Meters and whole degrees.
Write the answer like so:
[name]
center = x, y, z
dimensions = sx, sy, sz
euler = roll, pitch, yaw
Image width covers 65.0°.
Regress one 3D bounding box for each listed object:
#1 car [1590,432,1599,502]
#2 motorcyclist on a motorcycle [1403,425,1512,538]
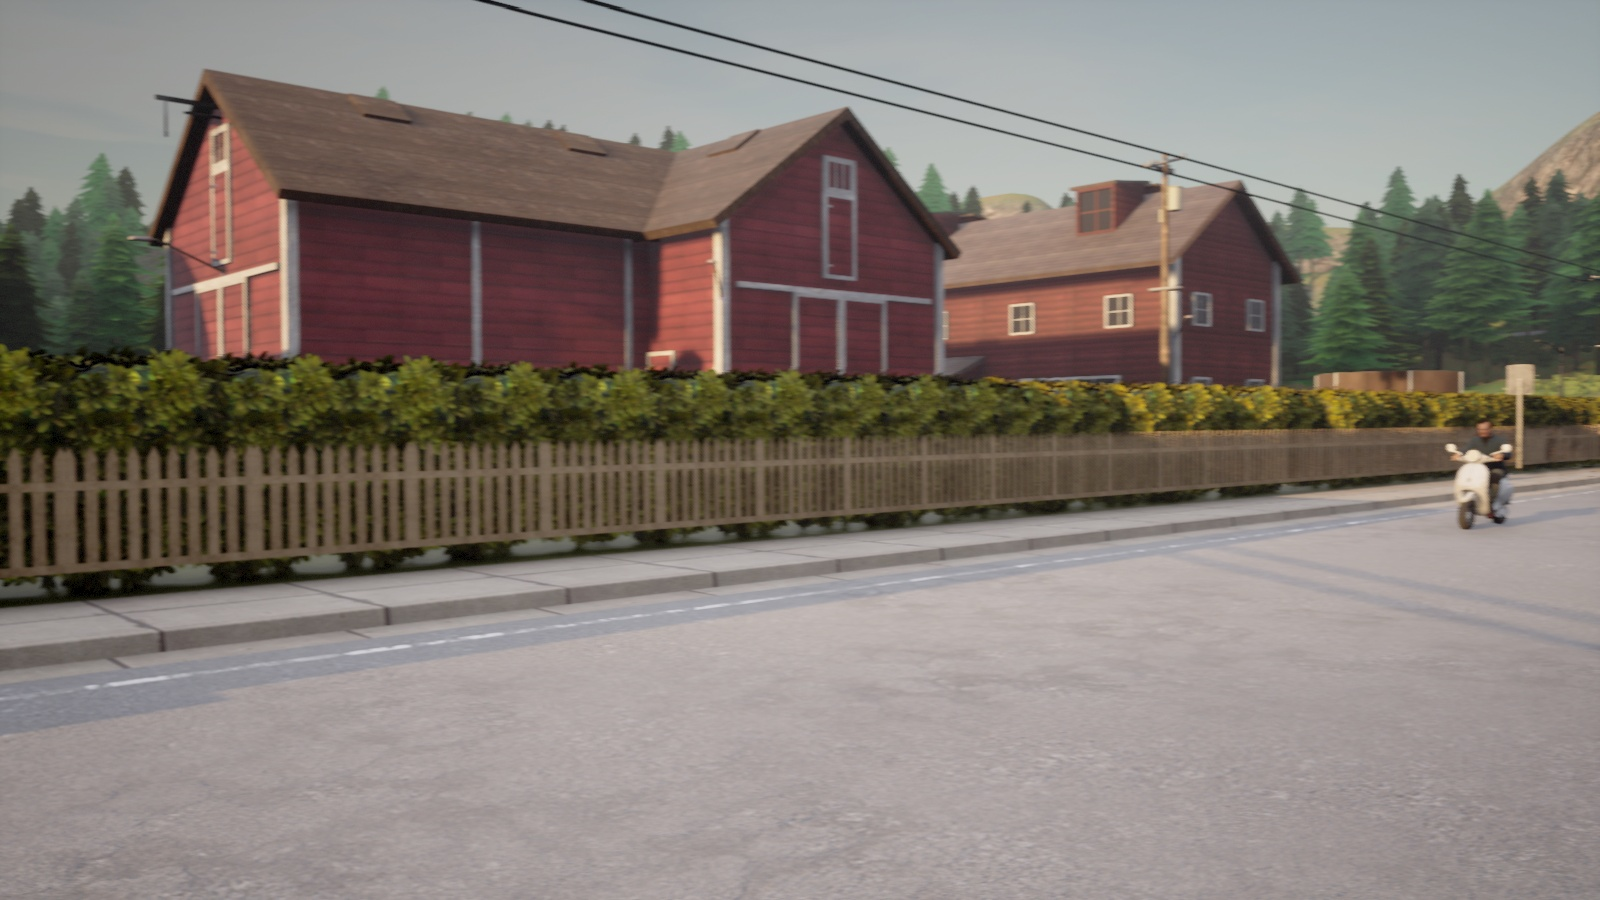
[car]
center = 18.761, 0.339, 27.064
dimensions = 4.674, 1.442, 1.812
euler = -1, 2, -43
[motorcyclist on a motorcycle]
center = 9.770, 0.425, 18.629
dimensions = 1.817, 1.590, 0.866
euler = -1, 2, -43
